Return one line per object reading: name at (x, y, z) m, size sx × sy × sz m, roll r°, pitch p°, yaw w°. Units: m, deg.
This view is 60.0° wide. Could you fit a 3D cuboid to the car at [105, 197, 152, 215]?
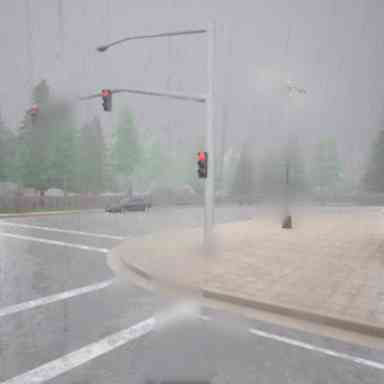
car at (-5.875, 1.270, 31.150) m, size 1.837 × 1.490 × 4.892 m, roll 1°, pitch 1°, yaw 37°
